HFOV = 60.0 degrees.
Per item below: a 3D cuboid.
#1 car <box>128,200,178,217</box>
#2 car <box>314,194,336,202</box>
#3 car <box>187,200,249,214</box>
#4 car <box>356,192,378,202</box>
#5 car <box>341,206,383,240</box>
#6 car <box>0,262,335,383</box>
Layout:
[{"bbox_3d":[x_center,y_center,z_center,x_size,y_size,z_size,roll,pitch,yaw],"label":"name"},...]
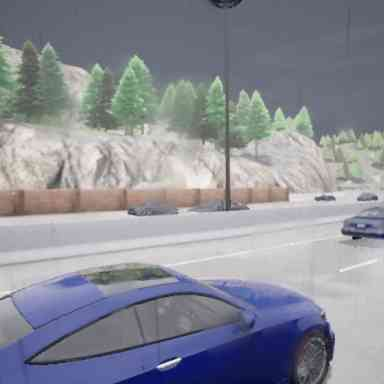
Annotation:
[{"bbox_3d":[-3.218,1.382,27.767,4.181,1.385,1.994,-1,1,-37],"label":"car"},{"bbox_3d":[21.710,0.933,54.207,1.895,1.301,4.718,0,1,44],"label":"car"},{"bbox_3d":[1.818,1.293,22.796,4.902,1.511,2.128,-1,1,-37],"label":"car"},{"bbox_3d":[25.237,0.850,47.780,1.837,1.490,4.892,0,0,44],"label":"car"},{"bbox_3d":[8.616,1.338,14.508,5.357,1.411,2.033,-1,1,-37],"label":"car"},{"bbox_3d":[-0.464,1.505,3.447,4.674,1.442,1.812,-1,0,-36],"label":"car"}]
